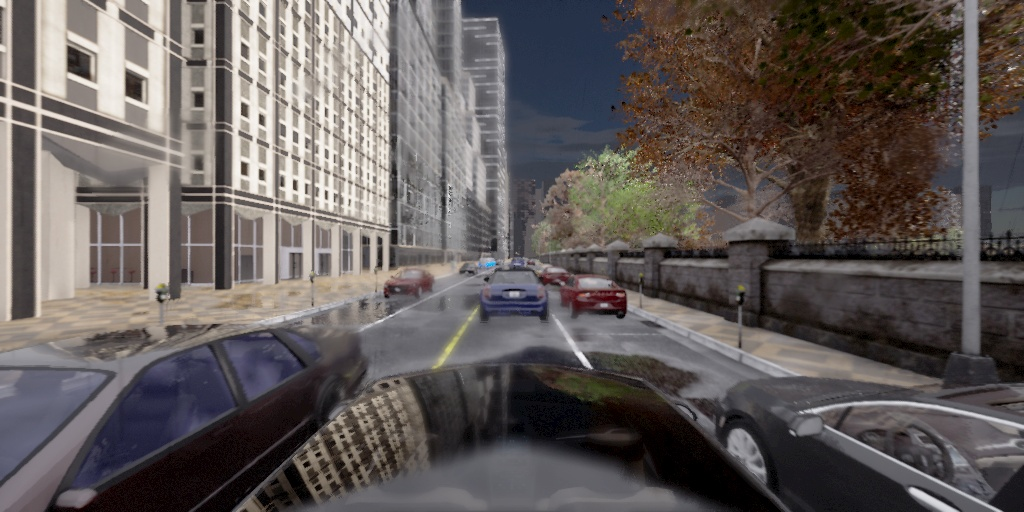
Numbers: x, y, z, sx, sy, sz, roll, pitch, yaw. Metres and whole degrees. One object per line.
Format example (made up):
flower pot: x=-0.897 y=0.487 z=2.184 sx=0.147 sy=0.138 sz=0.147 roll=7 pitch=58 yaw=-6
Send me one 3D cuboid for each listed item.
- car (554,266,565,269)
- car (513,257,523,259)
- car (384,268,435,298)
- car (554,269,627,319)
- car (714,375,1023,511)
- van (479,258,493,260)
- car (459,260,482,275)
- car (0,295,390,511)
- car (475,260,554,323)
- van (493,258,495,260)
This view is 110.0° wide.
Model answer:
car: x=2.846 y=1.366 z=24.150 sx=1.888 sy=1.381 sz=4.507 roll=0 pitch=0 yaw=1
car: x=1.006 y=1.161 z=61.143 sx=2.150 sy=2.045 sz=5.566 roll=0 pitch=-1 yaw=2
car: x=-5.235 y=1.348 z=18.739 sx=1.888 sy=1.381 sz=4.507 roll=0 pitch=0 yaw=0
car: x=2.746 y=1.330 z=12.868 sx=1.888 sy=1.381 sz=4.507 roll=0 pitch=0 yaw=0
car: x=2.709 y=1.300 z=1.588 sx=2.007 sy=1.370 sz=4.403 roll=0 pitch=0 yaw=0
van: x=-4.502 y=1.276 z=58.120 sx=1.690 sy=1.789 sz=3.998 roll=0 pitch=0 yaw=2
car: x=-4.911 y=1.443 z=41.241 sx=1.948 sy=1.339 sz=4.313 roll=0 pitch=0 yaw=1
car: x=-2.846 y=1.300 z=2.580 sx=2.033 sy=1.411 sz=5.357 roll=0 pitch=0 yaw=0
car: x=0.073 y=1.136 z=12.498 sx=2.097 sy=1.767 sz=4.553 roll=0 pitch=0 yaw=0
van: x=-4.334 y=1.295 z=63.754 sx=1.690 sy=1.789 sz=3.998 roll=0 pitch=0 yaw=2
